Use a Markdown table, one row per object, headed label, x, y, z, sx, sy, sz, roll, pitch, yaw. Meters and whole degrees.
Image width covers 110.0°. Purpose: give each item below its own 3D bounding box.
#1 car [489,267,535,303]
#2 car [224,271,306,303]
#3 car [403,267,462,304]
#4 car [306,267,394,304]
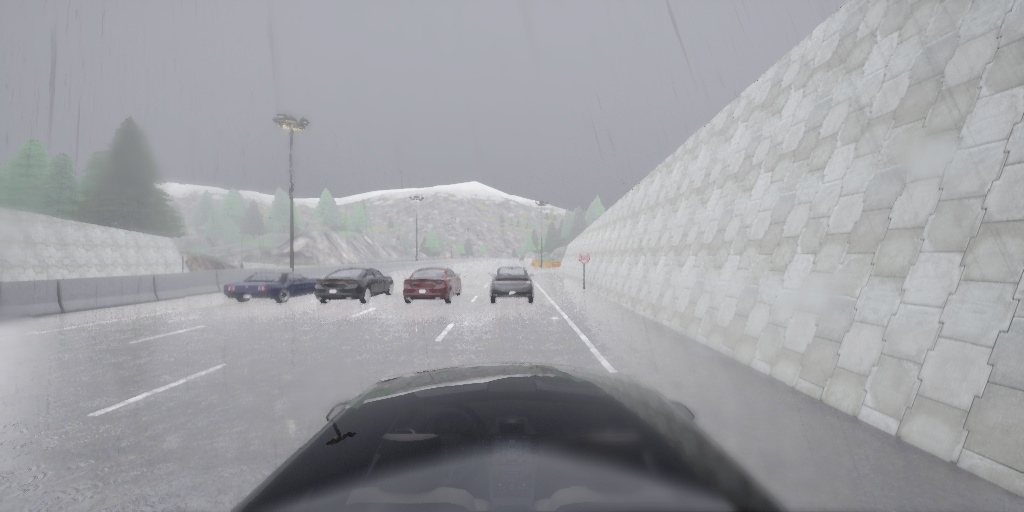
| label | x | y | z | sx | sy | sz | roll | pitch | yaw |
| --- | --- | --- | --- | --- | --- | --- | --- | --- | --- |
| car | 0.000 | 1.244 | 16.482 | 2.128 | 1.511 | 4.902 | 0 | 0 | 0 |
| car | -10.500 | 1.365 | 16.512 | 1.895 | 1.301 | 4.718 | 0 | 0 | 0 |
| car | -3.500 | 1.234 | 16.482 | 1.882 | 1.535 | 5.008 | 0 | 0 | 0 |
| car | -7.000 | 1.233 | 16.482 | 1.882 | 1.535 | 5.008 | 0 | 0 | 0 |
